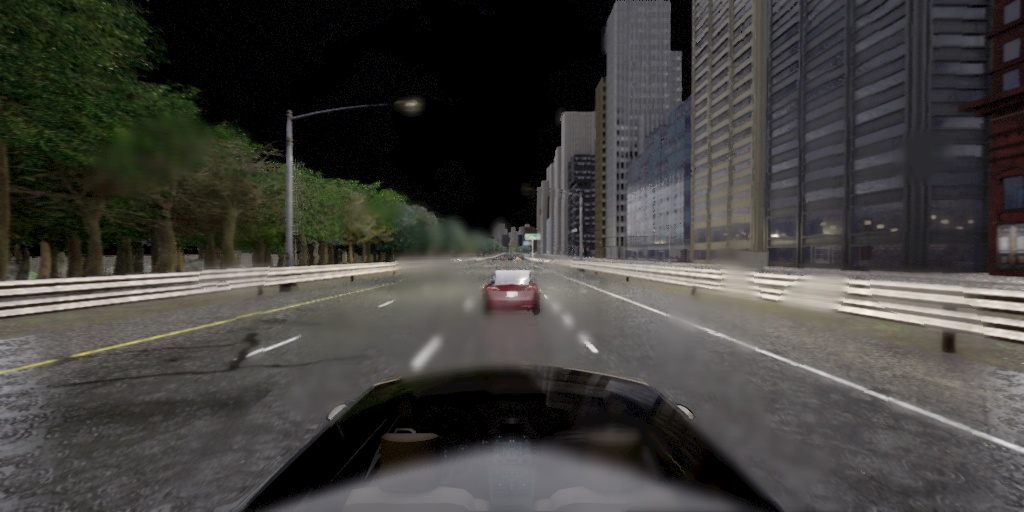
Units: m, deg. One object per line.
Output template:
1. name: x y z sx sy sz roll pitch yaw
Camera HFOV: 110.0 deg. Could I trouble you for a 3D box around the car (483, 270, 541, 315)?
1. car: 0.011 1.256 13.660 2.163 1.488 4.792 0 0 0
